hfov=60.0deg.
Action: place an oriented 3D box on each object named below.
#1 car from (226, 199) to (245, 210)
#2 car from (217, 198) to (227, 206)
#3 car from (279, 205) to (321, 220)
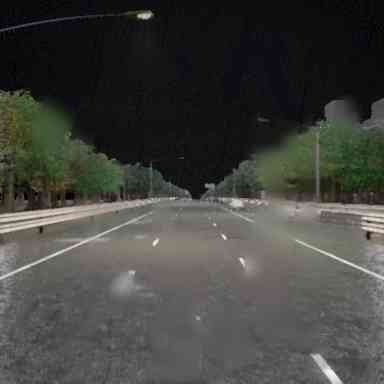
[{"bbox_3d":[7.105,1.996,53.180,1.812,1.442,4.674,0,0,-2],"label":"car"},{"bbox_3d":[6.985,2.152,70.246,2.128,1.511,4.902,0,0,0],"label":"car"},{"bbox_3d":[10.372,1.921,32.517,1.895,1.301,4.718,0,0,-14],"label":"car"}]
